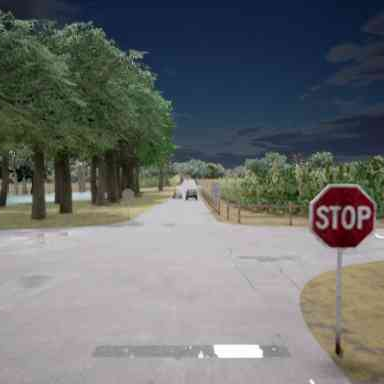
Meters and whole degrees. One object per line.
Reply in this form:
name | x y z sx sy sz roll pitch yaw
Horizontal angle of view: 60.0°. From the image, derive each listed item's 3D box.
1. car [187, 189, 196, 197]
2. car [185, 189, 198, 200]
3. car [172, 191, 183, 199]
car | -0.090 0.196 71.299 1.882 1.535 5.008 0 2 0
car | -0.078 0.430 60.915 2.150 2.045 5.566 0 2 0
car | -2.833 0.600 65.479 1.812 1.442 4.674 0 2 0
